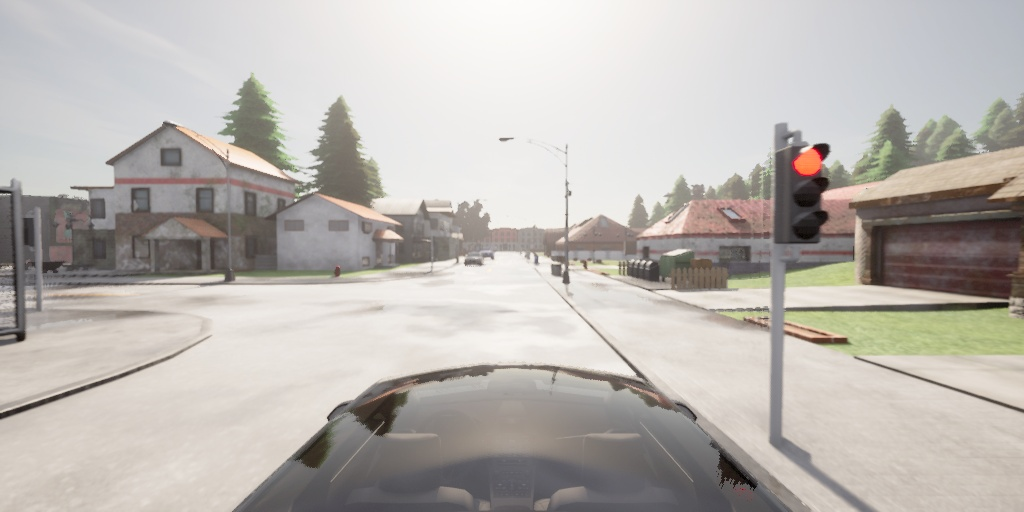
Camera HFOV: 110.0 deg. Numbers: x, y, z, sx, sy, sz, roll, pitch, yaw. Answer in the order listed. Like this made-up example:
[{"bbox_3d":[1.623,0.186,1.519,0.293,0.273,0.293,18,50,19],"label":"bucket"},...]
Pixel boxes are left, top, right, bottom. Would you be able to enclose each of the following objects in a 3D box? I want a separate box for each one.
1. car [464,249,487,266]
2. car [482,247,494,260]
[{"bbox_3d":[-4.075,0.325,39.070,1.837,1.490,4.892,0,2,0],"label":"car"},{"bbox_3d":[-4.023,-0.424,58.041,2.150,2.045,5.566,0,1,0],"label":"car"}]
